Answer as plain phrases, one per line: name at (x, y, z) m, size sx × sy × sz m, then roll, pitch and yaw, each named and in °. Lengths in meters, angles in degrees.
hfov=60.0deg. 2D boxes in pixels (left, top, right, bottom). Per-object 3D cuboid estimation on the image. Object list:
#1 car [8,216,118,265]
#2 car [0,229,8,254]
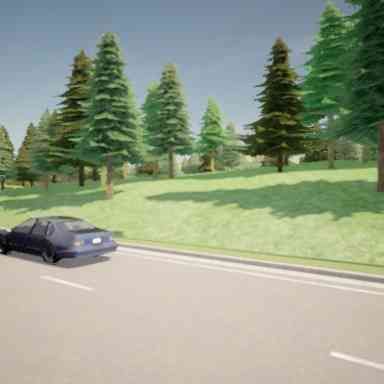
car at (-4.980, 1.550, 11.747) m, size 5.357 × 1.411 × 2.033 m, roll 0°, pitch 0°, yaw 36°
car at (-7.762, 1.225, 9.440) m, size 5.566 × 2.045 × 2.150 m, roll 0°, pitch 0°, yaw 36°
